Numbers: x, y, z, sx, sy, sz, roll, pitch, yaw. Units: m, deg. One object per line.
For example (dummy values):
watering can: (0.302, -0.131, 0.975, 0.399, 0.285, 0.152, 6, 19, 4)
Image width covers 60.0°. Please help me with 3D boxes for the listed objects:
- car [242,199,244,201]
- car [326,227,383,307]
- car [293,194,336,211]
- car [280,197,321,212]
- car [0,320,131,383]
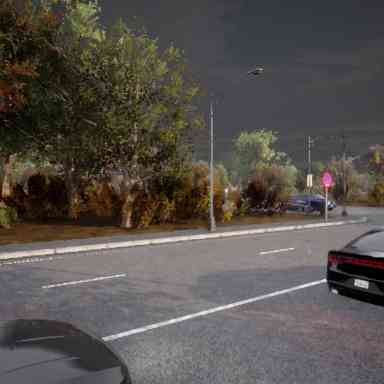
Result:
car: (7.591, 1.522, 45.319, 1.812, 1.442, 4.674, 0, 0, -32)
car: (5.022, 1.478, 7.349, 5.008, 1.535, 1.882, 0, 0, -36)
car: (14.720, 1.221, 40.663, 2.150, 2.045, 5.566, 0, 0, -31)
car: (12.118, 1.564, 38.193, 1.994, 1.385, 4.181, 0, 0, -32)
car: (-2.697, 1.505, 1.815, 4.892, 1.490, 1.837, 0, 0, -36)
